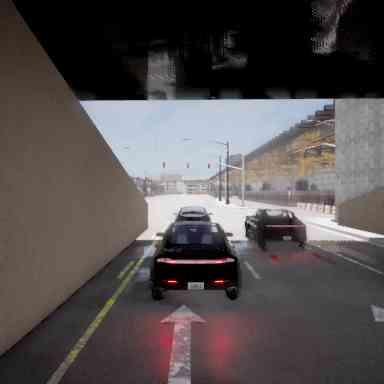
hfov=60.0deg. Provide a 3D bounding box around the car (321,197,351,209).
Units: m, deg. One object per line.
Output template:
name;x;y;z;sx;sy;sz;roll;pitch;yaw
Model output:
car;17.460;1.295;40.186;1.853;1.218;4.536;0;0;45

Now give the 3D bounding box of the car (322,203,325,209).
car;17.424;1.452;40.149;2.038;1.542;4.974;0;0;45

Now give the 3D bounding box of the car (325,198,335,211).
car;17.332;1.453;35.542;2.038;1.542;4.974;0;0;-35

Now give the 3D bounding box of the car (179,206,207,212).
car;0.049;1.505;17.587;1.837;1.490;4.892;0;0;0

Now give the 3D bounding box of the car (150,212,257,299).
car;0.067;1.492;8.467;2.128;1.511;4.902;0;0;0

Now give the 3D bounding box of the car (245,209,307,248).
car;3.554;1.492;14.828;2.128;1.511;4.902;0;0;0
